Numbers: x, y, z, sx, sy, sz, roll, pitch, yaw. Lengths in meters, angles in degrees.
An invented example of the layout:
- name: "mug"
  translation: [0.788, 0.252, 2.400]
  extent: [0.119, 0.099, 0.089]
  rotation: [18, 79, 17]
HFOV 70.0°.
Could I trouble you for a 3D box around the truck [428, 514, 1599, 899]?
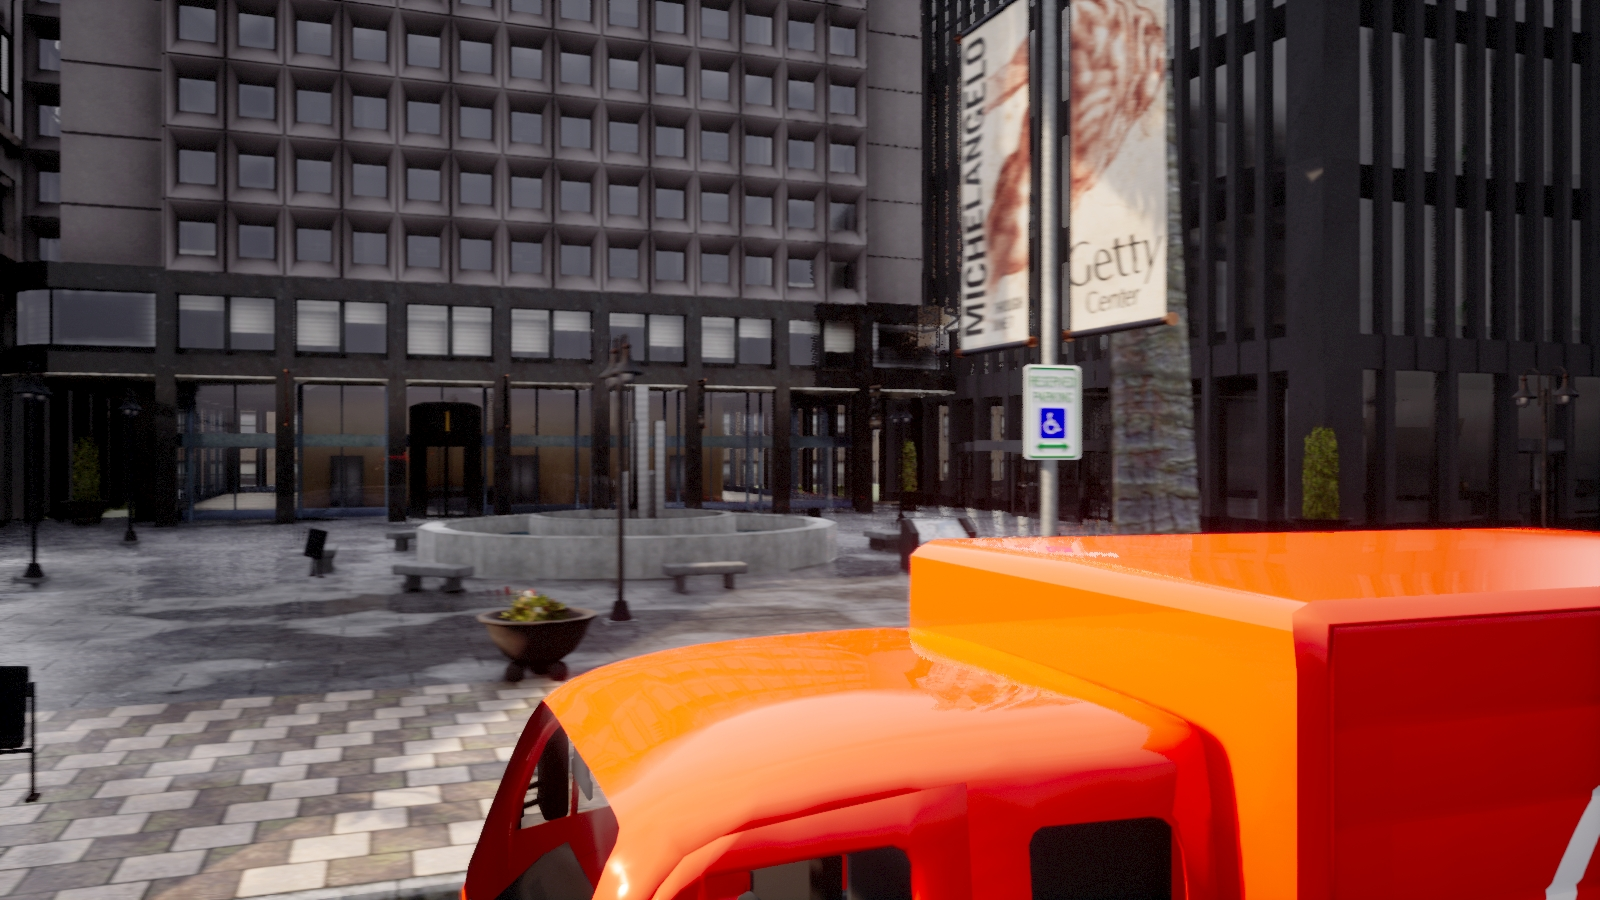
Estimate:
- name: "truck"
  translation: [1.528, 1.568, 3.854]
  extent: [5.204, 2.467, 2.627]
  rotation: [0, 0, -20]
